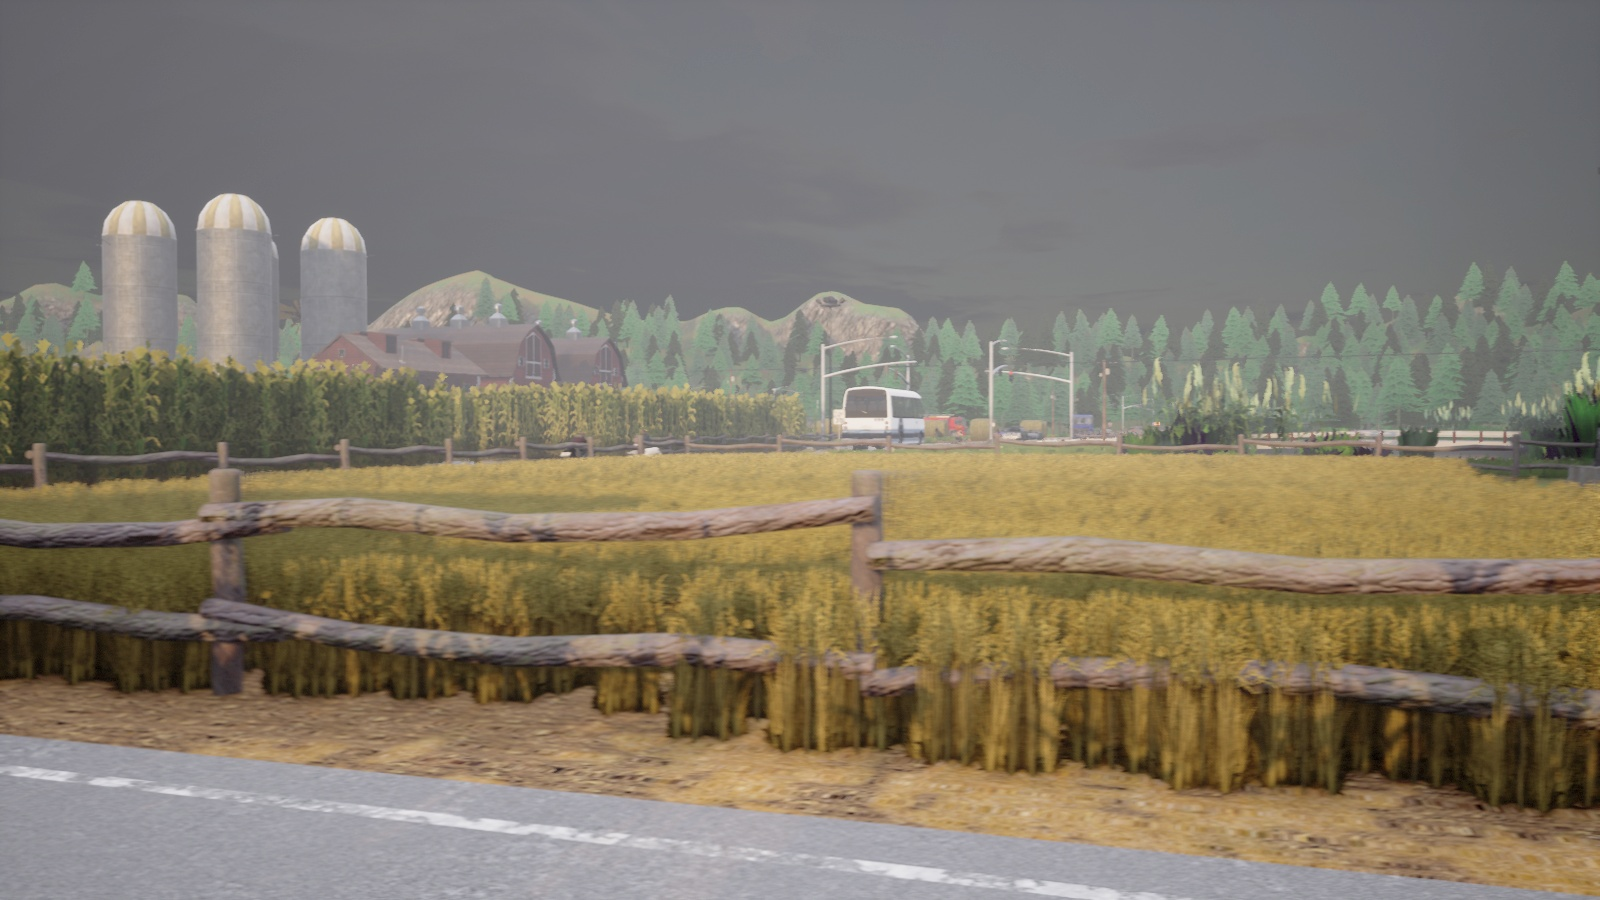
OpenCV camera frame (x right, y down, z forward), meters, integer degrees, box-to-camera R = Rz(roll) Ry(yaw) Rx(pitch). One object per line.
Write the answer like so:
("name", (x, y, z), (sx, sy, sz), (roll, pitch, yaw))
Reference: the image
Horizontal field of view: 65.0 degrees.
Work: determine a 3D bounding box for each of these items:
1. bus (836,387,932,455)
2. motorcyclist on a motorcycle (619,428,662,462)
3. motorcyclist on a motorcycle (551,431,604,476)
("bus", (5.812, -1.912, 84.450), (3.944, 4.253, 10.273), (1, 1, 18))
("motorcyclist on a motorcycle", (-7.610, -0.245, 59.827), (1.817, 1.590, 0.866), (0, -2, -31))
("motorcyclist on a motorcycle", (-7.753, 0.099, 43.865), (0.866, 1.530, 2.191), (1, 1, 18))
